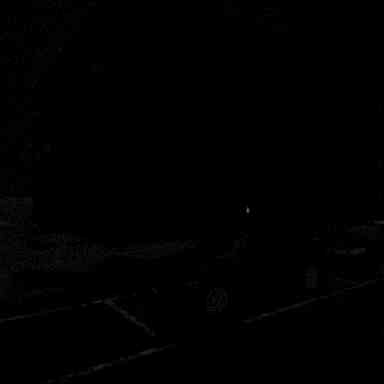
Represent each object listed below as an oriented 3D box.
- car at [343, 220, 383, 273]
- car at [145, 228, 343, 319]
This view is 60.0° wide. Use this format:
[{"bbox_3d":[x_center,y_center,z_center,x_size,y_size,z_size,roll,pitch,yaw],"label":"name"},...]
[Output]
[{"bbox_3d":[5.632,1.581,10.577,4.206,1.307,1.802,0,0,-36],"label":"car"},{"bbox_3d":[1.141,1.545,7.359,4.507,1.381,1.887,0,0,-36],"label":"car"}]
